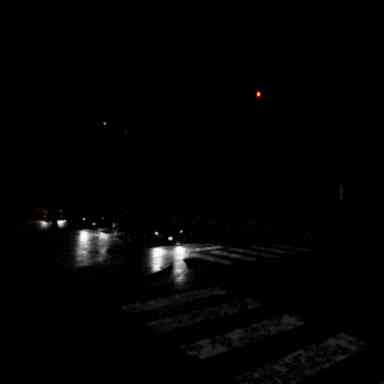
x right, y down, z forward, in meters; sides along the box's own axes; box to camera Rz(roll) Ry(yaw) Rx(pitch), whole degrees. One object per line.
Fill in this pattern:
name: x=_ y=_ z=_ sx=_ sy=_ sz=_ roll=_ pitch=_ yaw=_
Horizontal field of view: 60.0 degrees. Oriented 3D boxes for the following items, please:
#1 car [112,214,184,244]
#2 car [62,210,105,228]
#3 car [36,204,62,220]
car: x=-2.588 y=1.893 z=18.133 sx=2.033 sy=1.411 sz=5.357 roll=0 pitch=-1 yaw=-36
car: x=-8.555 y=2.127 z=26.544 sx=1.895 sy=1.301 sz=4.718 roll=0 pitch=-1 yaw=-35
car: x=-15.766 y=2.097 z=36.760 sx=2.097 sy=1.767 sz=4.553 roll=0 pitch=-1 yaw=-35
